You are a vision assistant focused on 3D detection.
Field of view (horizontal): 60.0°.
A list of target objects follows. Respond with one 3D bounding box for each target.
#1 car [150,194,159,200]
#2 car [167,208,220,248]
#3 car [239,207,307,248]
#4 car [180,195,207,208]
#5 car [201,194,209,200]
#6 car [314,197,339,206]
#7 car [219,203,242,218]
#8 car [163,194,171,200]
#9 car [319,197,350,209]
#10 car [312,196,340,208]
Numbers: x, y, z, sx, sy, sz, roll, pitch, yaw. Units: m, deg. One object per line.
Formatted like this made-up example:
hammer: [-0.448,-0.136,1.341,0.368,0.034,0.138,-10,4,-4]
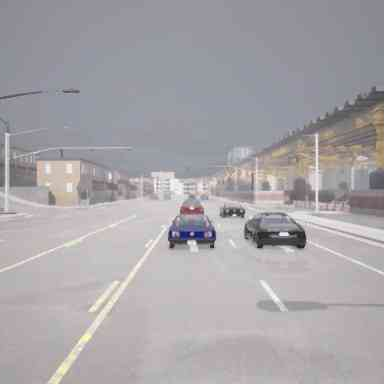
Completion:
car: [-10.500,1.348,92.495,2.097,1.767,4.553,0,0,0]
car: [0.000,1.614,14.680,1.895,1.301,4.718,0,0,0]
car: [3.500,1.571,14.650,1.994,1.385,4.181,0,0,0]
car: [0.000,1.364,29.620,2.097,1.767,4.553,0,0,0]
car: [3.500,1.411,87.747,2.033,1.411,5.357,0,0,0]
car: [19.469,1.293,48.164,1.853,1.218,4.536,0,0,44]
car: [3.500,1.615,29.680,1.895,1.301,4.718,0,0,0]
car: [-7.000,1.348,92.495,2.097,1.767,4.553,0,0,0]
car: [19.476,1.293,43.476,1.853,1.218,4.536,0,0,-36]
car: [19.434,1.451,48.126,2.038,1.542,4.974,0,0,44]
